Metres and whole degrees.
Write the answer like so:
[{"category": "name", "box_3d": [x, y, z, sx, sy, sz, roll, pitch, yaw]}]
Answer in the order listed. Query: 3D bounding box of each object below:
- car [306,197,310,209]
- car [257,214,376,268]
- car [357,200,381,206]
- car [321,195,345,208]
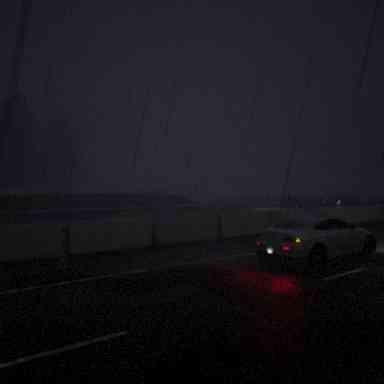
[{"category": "car", "box_3d": [14.100, 1.265, 39.545, 5.357, 1.411, 2.033, 0, 0, -35]}, {"category": "car", "box_3d": [4.159, 1.447, 10.962, 4.674, 1.442, 1.812, -1, 1, -35]}, {"category": "car", "box_3d": [19.400, 1.249, 34.710, 4.674, 1.442, 1.812, 0, 0, -35]}, {"category": "car", "box_3d": [16.648, 1.073, 37.053, 4.553, 1.767, 2.097, 0, 0, -35]}]
